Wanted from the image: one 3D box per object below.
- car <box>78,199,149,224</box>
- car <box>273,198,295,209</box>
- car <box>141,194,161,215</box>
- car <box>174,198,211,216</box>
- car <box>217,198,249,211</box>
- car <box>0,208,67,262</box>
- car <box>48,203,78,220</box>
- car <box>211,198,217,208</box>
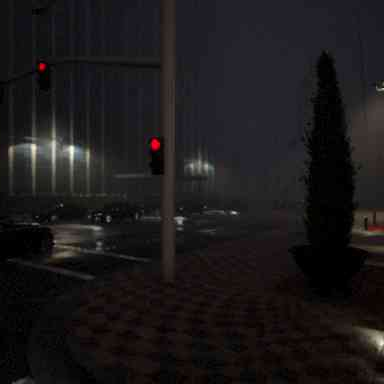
[{"bbox_3d":[-5.810,1.514,25.254,1.837,1.490,4.892,0,0,35],"label":"car"},{"bbox_3d":[12.525,1.501,45.048,2.128,1.511,4.902,0,0,35],"label":"car"},{"bbox_3d":[-4.007,1.233,33.953,2.150,2.045,5.566,0,0,35],"label":"car"},{"bbox_3d":[-0.465,1.515,32.905,1.837,1.490,4.892,0,0,35],"label":"car"},{"bbox_3d":[5.444,1.536,41.335,1.812,1.442,4.674,0,0,35],"label":"car"},{"bbox_3d":[-6.204,1.496,10.472,2.128,1.511,4.902,-1,0,5],"label":"car"},{"bbox_3d":[-9.943,1.574,25.448,1.994,1.385,4.181,0,0,35],"label":"car"},{"bbox_3d":[2.000,1.503,42.524,2.128,1.511,4.902,0,0,35],"label":"car"}]
